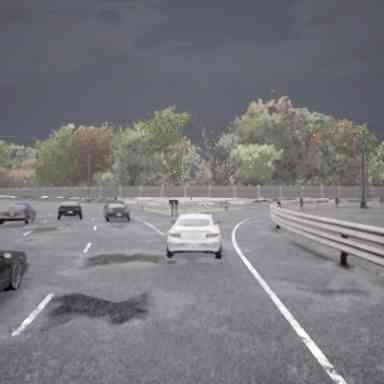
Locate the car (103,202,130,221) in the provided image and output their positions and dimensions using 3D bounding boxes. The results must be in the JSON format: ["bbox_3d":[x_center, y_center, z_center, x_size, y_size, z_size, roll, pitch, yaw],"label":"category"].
[{"bbox_3d":[-6.093,1.497,26.740,1.812,1.442,4.674,0,0,-18],"label":"car"}]

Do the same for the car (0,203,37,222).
[{"bbox_3d":[-12.547,1.521,24.128,2.033,1.411,5.357,0,0,-18],"label":"car"}]

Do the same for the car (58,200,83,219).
[{"bbox_3d":[-10.544,1.446,28.827,1.882,1.535,5.008,0,0,-20],"label":"car"}]

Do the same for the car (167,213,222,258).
[{"bbox_3d":[0.149,1.512,12.619,1.812,1.442,4.674,0,0,3],"label":"car"}]

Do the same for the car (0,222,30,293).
[{"bbox_3d":[-4.618,1.541,5.793,2.033,1.411,5.357,0,0,-8],"label":"car"}]
